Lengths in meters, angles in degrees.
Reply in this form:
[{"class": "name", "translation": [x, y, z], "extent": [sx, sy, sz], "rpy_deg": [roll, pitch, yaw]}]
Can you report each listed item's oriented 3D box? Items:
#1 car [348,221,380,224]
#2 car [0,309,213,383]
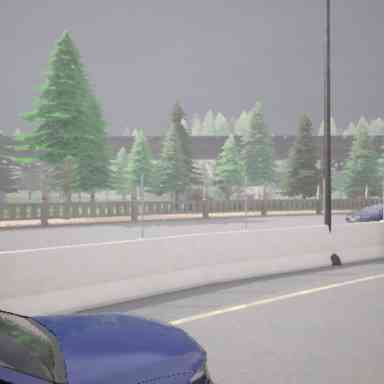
[{"class": "car", "translation": [12.393, 1.520, 21.986], "extent": [4.674, 1.442, 1.812], "rpy_deg": [0, 0, -21]}, {"class": "car", "translation": [-1.964, 1.526, 2.219], "extent": [4.674, 1.442, 1.812], "rpy_deg": [0, 0, -35]}]
